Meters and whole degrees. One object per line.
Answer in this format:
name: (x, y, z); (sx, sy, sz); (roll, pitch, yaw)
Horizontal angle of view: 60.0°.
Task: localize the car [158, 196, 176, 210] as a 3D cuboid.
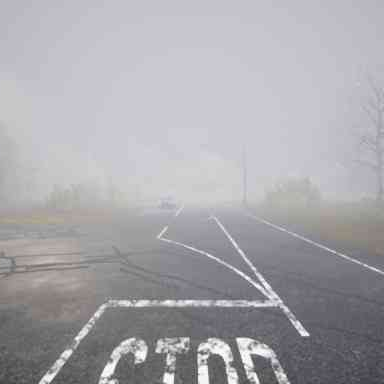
car: (-3.215, 1.306, 42.961); (2.097, 1.767, 4.553); (0, 0, 0)
